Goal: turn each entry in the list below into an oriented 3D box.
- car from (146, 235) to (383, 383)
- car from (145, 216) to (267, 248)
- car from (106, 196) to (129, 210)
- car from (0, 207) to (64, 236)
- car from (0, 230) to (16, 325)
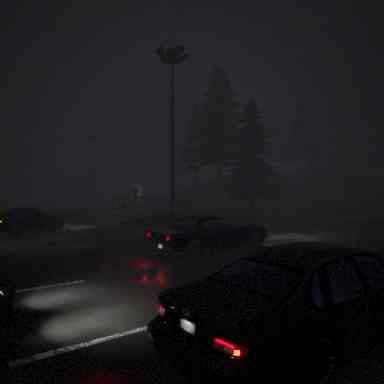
[{"bbox_3d":[1.989,1.537,5.166,5.357,1.411,2.033,0,0,-35],"label":"car"},{"bbox_3d":[0.687,1.582,12.833,4.718,1.301,1.895,0,0,-35],"label":"car"},{"bbox_3d":[-9.756,1.312,43.186,2.097,1.767,4.553,-1,0,-27],"label":"car"},{"bbox_3d":[-9.150,1.519,18.163,1.812,1.442,4.674,0,0,21],"label":"car"},{"bbox_3d":[-5.035,1.529,4.454,4.674,1.442,1.812,0,0,-35],"label":"car"}]
